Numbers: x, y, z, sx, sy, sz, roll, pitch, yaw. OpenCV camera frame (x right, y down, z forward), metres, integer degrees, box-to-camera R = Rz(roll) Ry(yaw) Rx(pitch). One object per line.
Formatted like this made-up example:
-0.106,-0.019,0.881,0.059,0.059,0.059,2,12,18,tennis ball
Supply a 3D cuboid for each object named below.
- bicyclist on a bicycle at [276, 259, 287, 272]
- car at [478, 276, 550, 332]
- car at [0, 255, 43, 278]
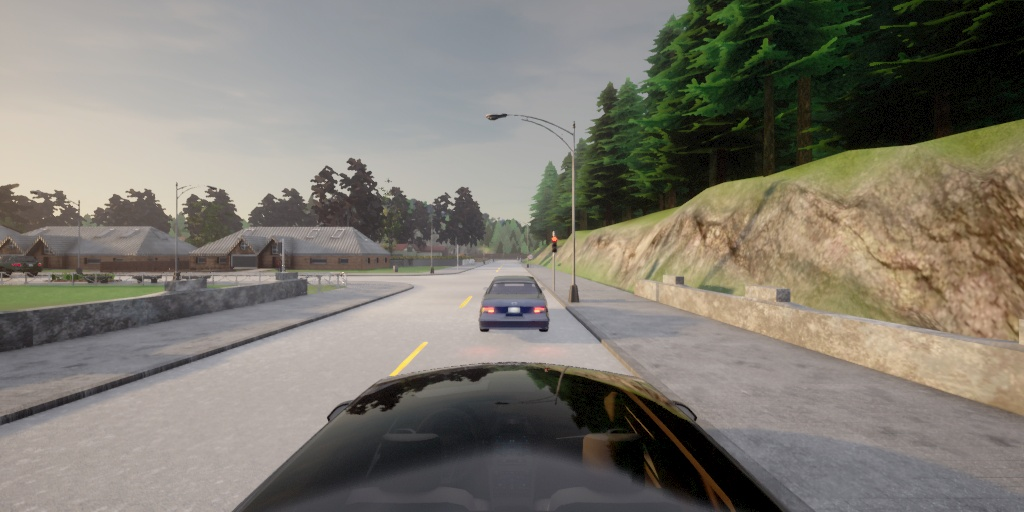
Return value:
-24.167,1.099,37.589,0.582,1.620,1.656,0,0,0,bicyclist on a bicycle
0.062,1.297,10.811,2.033,1.411,5.357,0,0,0,car
-47.379,0.971,33.336,5.566,2.045,2.150,0,0,1,car
